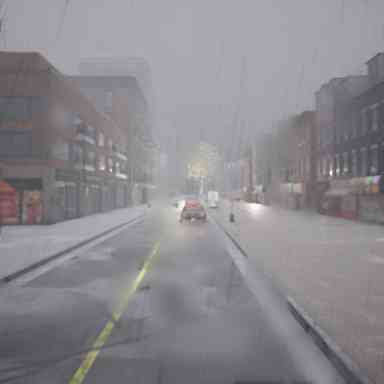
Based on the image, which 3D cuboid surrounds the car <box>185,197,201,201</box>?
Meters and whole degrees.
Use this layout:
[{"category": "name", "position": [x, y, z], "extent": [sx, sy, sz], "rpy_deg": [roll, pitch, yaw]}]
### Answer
[{"category": "car", "position": [0.087, 1.401, 44.263], "extent": [2.097, 1.767, 4.553], "rpy_deg": [0, 0, 0]}]

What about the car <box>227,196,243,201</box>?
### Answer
[{"category": "car", "position": [10.899, 1.616, 84.329], "extent": [4.097, 1.590, 1.967], "rpy_deg": [0, -1, 0]}]

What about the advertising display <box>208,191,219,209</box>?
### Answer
[{"category": "advertising display", "position": [2.992, 1.076, 46.353], "extent": [1.540, 2.440, 0.280], "rpy_deg": [0, 0, 0]}]

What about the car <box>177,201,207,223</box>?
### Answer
[{"category": "car", "position": [0.092, 1.628, 25.448], "extent": [1.895, 1.301, 4.718], "rpy_deg": [0, 0, 0]}]

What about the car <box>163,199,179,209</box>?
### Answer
[{"category": "car", "position": [-2.845, 1.615, 46.026], "extent": [1.994, 1.385, 4.181], "rpy_deg": [0, 0, 0]}]
